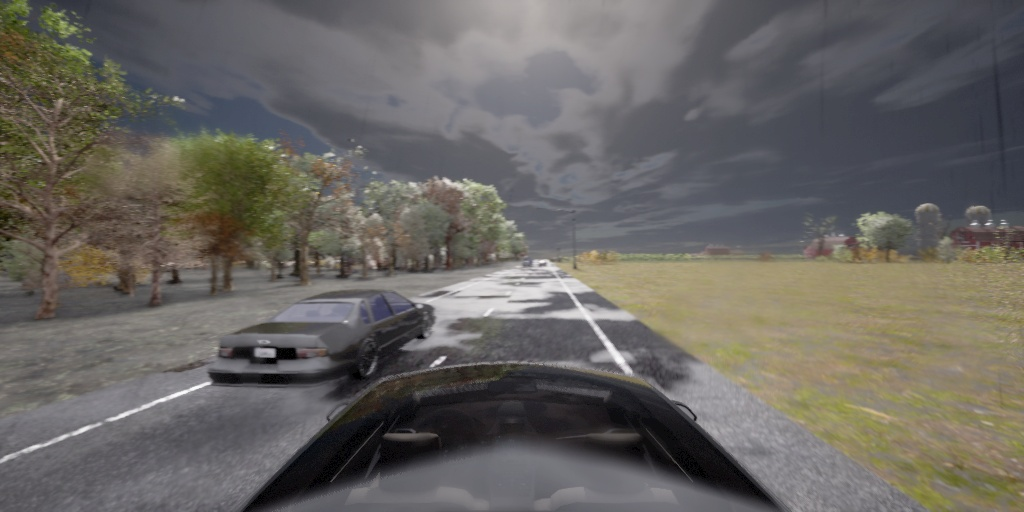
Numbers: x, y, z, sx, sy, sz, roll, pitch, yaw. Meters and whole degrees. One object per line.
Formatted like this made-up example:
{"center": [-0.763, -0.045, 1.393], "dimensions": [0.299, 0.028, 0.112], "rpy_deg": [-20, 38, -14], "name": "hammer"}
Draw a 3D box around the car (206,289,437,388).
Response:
{"center": [-3.168, 1.392, 7.418], "dimensions": [2.033, 1.411, 5.357], "rpy_deg": [-1, 0, 5], "name": "car"}
